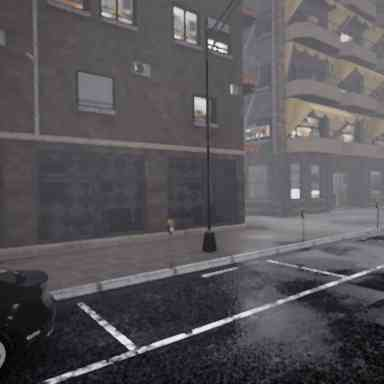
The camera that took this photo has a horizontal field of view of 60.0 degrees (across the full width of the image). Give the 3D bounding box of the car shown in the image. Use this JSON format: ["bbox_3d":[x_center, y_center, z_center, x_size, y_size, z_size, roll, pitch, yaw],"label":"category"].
[{"bbox_3d":[-3.896,1.593,3.725,4.403,1.369,2.008,-2,2,-36],"label":"car"}]
